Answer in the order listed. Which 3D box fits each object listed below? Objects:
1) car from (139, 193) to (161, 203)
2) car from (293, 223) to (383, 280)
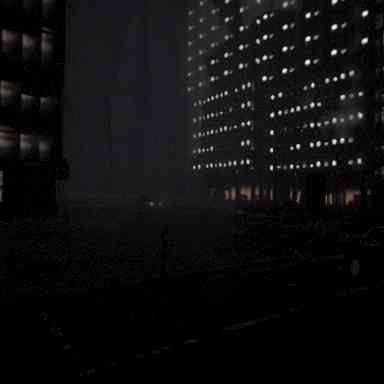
[{"bbox_3d":[-6.991,0.940,55.215,1.882,1.535,5.008,1,0,-34],"label":"car"},{"bbox_3d":[4.942,1.658,10.247,4.403,1.369,2.008,1,0,-36],"label":"car"}]
